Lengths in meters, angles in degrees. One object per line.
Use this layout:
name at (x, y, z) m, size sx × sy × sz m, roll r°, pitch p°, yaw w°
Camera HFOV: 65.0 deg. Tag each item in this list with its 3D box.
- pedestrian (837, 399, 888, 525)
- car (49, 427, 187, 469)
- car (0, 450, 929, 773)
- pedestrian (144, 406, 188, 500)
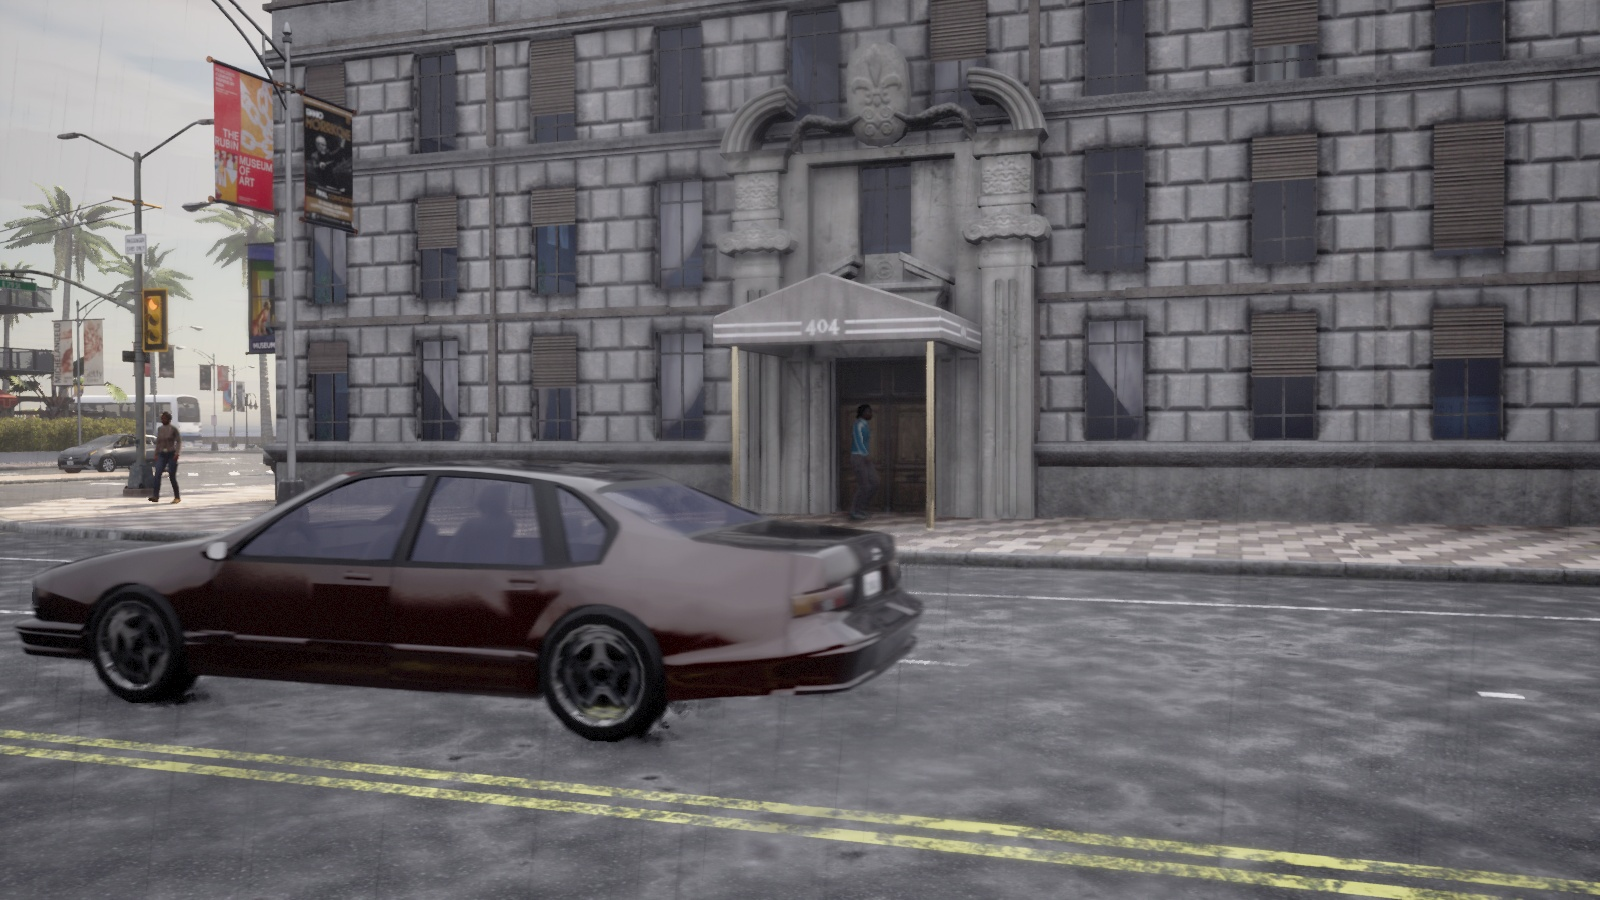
pedestrian at (0.975, 0.174, 19.572) m, size 0.692 × 1.930 × 0.396 m, roll 1°, pitch 1°, yaw 22°
car at (-26.233, -0.102, 48.491) m, size 2.007 × 1.525 × 4.514 m, roll 1°, pitch 1°, yaw 19°
car at (-2.075, 0.745, 7.575) m, size 5.357 × 1.411 × 2.033 m, roll 1°, pitch 1°, yaw 18°
pedestrian at (-12.368, 0.044, 24.523) m, size 0.328 × 1.805 × 0.869 m, roll 0°, pitch 1°, yaw 7°
